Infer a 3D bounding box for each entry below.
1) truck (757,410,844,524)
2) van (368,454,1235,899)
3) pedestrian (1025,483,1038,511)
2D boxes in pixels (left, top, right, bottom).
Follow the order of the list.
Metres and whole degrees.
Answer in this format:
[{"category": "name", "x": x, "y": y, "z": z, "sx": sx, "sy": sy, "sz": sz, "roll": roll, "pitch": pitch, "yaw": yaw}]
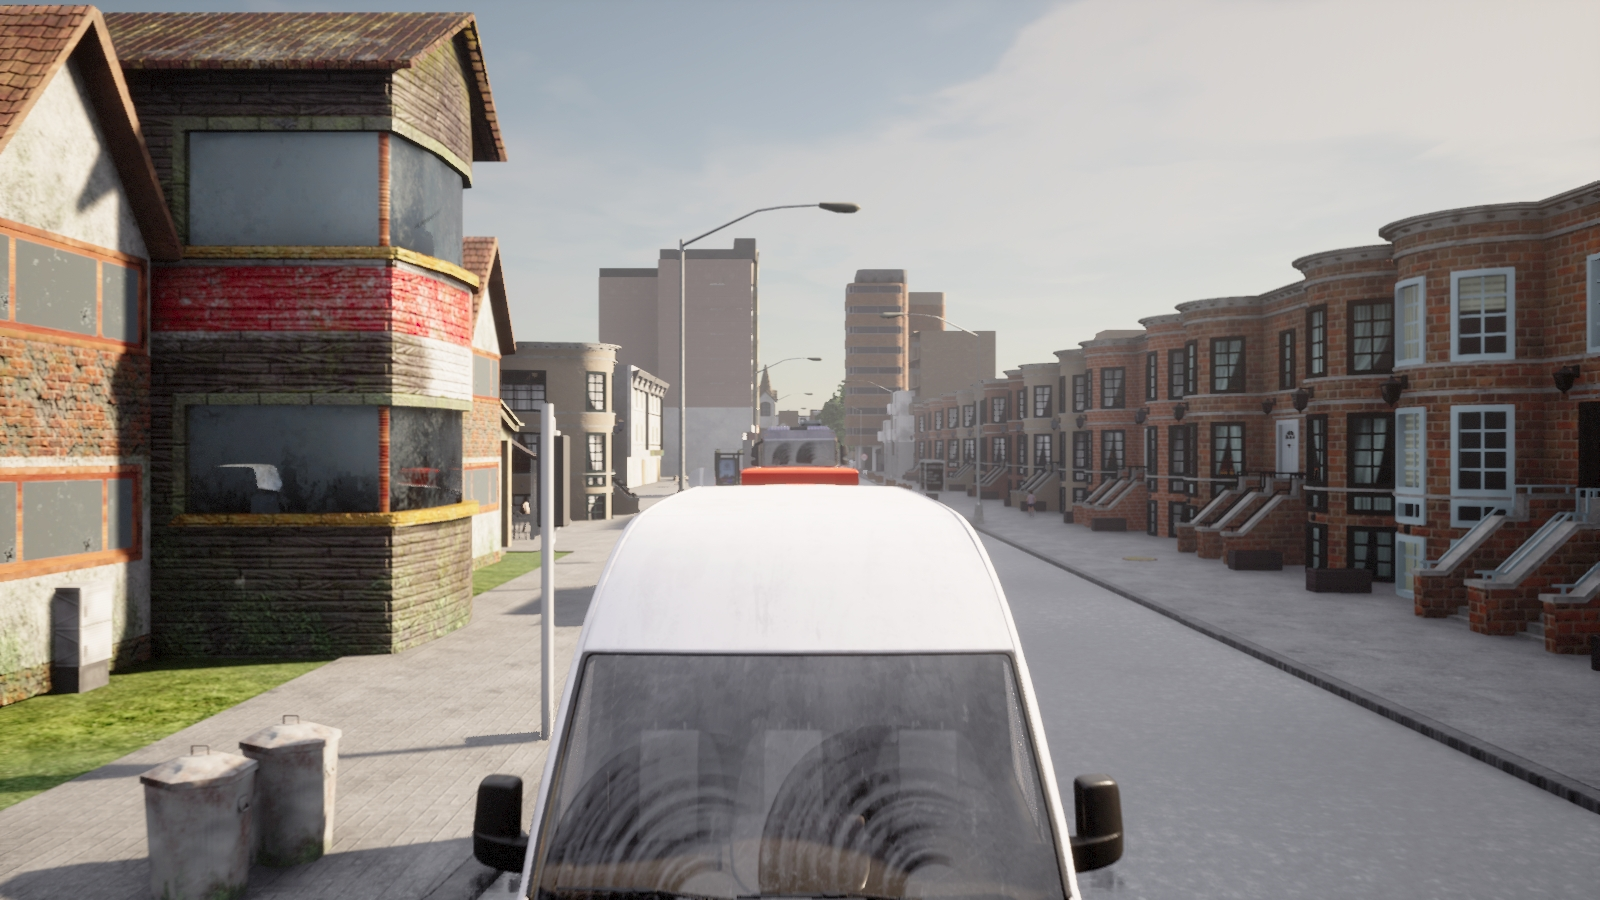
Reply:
[{"category": "truck", "x": -0.004, "y": 0.623, "z": 42.989, "sx": 2.891, "sy": 3.827, "sz": 8.468, "roll": -1, "pitch": -1, "yaw": 0}, {"category": "van", "x": -0.001, "y": 1.309, "z": 5.580, "sx": 1.988, "sy": 2.561, "sz": 5.915, "roll": 0, "pitch": 0, "yaw": 0}, {"category": "pedestrian", "x": 9.289, "y": 1.871, "z": 45.868, "sx": 0.500, "sy": 1.100, "sz": 0.500, "roll": 0, "pitch": 0, "yaw": 9}]
